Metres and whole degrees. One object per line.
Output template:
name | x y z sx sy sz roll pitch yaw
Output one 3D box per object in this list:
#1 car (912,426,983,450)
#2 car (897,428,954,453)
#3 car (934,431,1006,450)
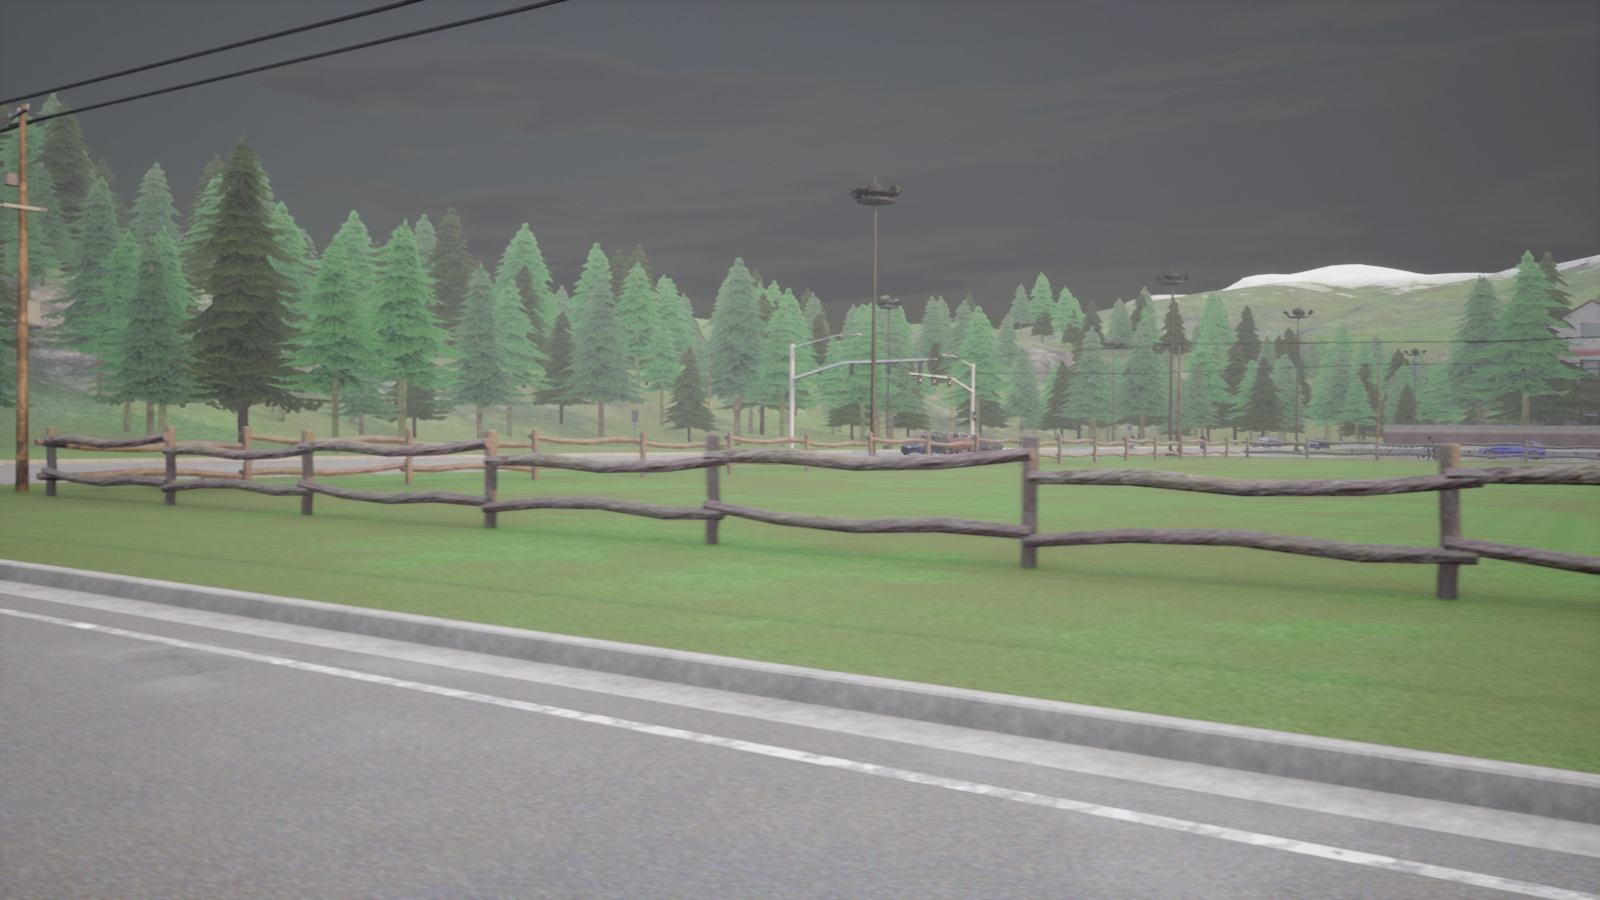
car | 10.639 -0.895 90.303 5.027 1.651 2.152 -1 1 -39
car | 8.308 -0.647 82.690 1.851 1.617 3.988 0 1 38
car | 13.059 -0.734 96.422 5.357 1.411 2.033 -1 1 -31
